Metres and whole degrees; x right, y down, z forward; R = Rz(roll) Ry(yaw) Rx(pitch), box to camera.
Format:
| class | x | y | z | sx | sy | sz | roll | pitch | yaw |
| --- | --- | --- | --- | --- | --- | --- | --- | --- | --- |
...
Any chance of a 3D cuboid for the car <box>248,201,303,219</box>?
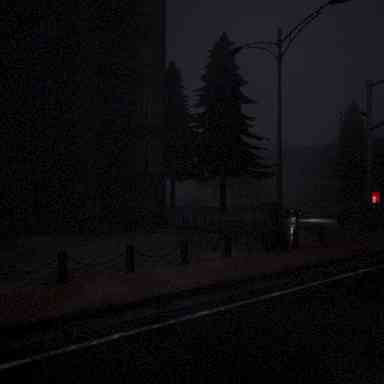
| class | x | y | z | sx | sy | sz | roll | pitch | yaw |
| --- | --- | --- | --- | --- | --- | --- | --- | --- | --- |
| car | 7.558 | 1.541 | 29.486 | 1.812 | 1.442 | 4.674 | 0 | 0 | -38 |

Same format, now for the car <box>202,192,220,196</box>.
| class | x | y | z | sx | sy | sz | roll | pitch | yaw |
| --- | --- | --- | --- | --- | --- | --- | --- | --- | --- |
| car | 5.199 | 1.112 | 92.455 | 1.932 | 1.855 | 4.605 | 0 | 0 | -37 |

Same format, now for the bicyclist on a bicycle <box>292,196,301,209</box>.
| class | x | y | z | sx | sy | sz | roll | pitch | yaw |
| --- | --- | --- | --- | --- | --- | --- | --- | --- | --- |
| bicyclist on a bicycle | 11.496 | 1.316 | 36.649 | 1.656 | 1.620 | 0.582 | 0 | 0 | -37 |

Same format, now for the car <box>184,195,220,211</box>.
| class | x | y | z | sx | sy | sz | roll | pitch | yaw |
| --- | --- | --- | --- | --- | --- | --- | --- | --- | --- |
| car | 1.354 | 1.493 | 37.674 | 1.882 | 1.535 | 5.008 | 0 | 0 | -37 |

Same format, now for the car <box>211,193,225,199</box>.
| class | x | y | z | sx | sy | sz | roll | pitch | yaw |
| --- | --- | --- | --- | --- | --- | --- | --- | --- | --- |
| car | 7.287 | 1.092 | 94.517 | 1.905 | 1.878 | 3.866 | 0 | 0 | -37 |

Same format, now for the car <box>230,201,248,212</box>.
| class | x | y | z | sx | sy | sz | roll | pitch | yaw |
| --- | --- | --- | --- | --- | --- | --- | --- | --- | --- |
| car | 6.400 | 1.616 | 37.115 | 1.895 | 1.301 | 4.718 | 0 | 0 | -37 |
